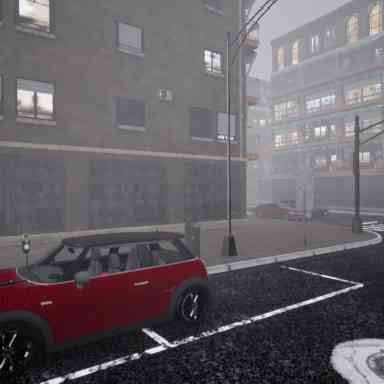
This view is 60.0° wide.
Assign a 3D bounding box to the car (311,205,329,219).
[{"bbox_3d":[8.879,1.347,27.703,1.882,1.535,5.008,-1,1,-35],"label":"car"}]

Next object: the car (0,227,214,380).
[{"bbox_3d":[-1.698,1.440,5.408,4.097,1.590,1.967,0,0,-35],"label":"car"}]

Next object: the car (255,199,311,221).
[{"bbox_3d":[6.792,1.472,26.182,1.802,1.307,4.206,0,0,-35],"label":"car"}]
